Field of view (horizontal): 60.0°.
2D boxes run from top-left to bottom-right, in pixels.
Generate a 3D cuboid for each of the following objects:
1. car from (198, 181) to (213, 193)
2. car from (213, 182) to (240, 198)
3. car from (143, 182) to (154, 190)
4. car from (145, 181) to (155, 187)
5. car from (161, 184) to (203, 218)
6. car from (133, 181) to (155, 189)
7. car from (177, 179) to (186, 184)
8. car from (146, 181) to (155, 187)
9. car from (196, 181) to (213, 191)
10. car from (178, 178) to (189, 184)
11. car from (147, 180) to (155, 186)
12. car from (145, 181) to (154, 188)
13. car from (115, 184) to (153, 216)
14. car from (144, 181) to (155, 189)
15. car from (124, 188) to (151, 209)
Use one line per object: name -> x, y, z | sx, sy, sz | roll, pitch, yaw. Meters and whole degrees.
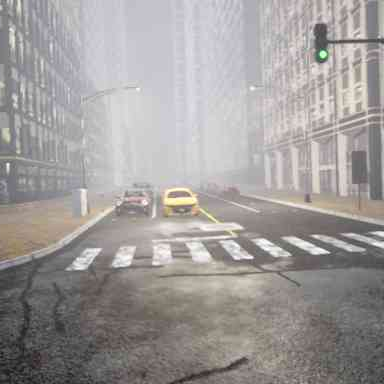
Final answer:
car -> 2.342, -0.725, 43.826 | 1.752, 1.417, 4.829 | -1, 3, -6
car -> 3.548, -0.164, 32.578 | 1.802, 1.307, 4.206 | -1, 3, -6
car -> -7.740, -1.089, 59.328 | 1.887, 1.381, 4.507 | -1, 3, -6
car -> -9.520, -1.827, 75.942 | 2.008, 1.369, 4.403 | -1, 3, -6
car -> -0.796, 0.537, 19.602 | 1.882, 1.535, 5.008 | -2, 3, -6
car -> -4.777, -0.076, 31.628 | 2.192, 1.841, 5.009 | -1, 3, -6
car -> -2.981, -2.911, 93.519 | 1.947, 1.339, 4.313 | -1, 3, -6
car -> -10.113, -2.060, 81.481 | 1.947, 1.339, 4.313 | -1, 3, -6
car -> 1.767, -0.925, 49.199 | 1.947, 1.339, 4.313 | -1, 3, -6
car -> -1.795, -2.436, 82.437 | 1.887, 1.381, 4.507 | -1, 3, -6
car -> -10.707, -2.329, 87.018 | 1.887, 1.381, 4.507 | -1, 3, -6
car -> -8.926, -1.585, 70.404 | 1.887, 1.381, 4.507 | -1, 3, -6
car -> -3.588, 0.546, 20.558 | 1.967, 1.590, 4.097 | -1, 3, -6
car -> -8.333, -1.331, 64.866 | 2.008, 1.369, 4.403 | -1, 3, -6
car -> -4.179, 0.439, 26.102 | 1.802, 1.307, 4.206 | -1, 3, -6
